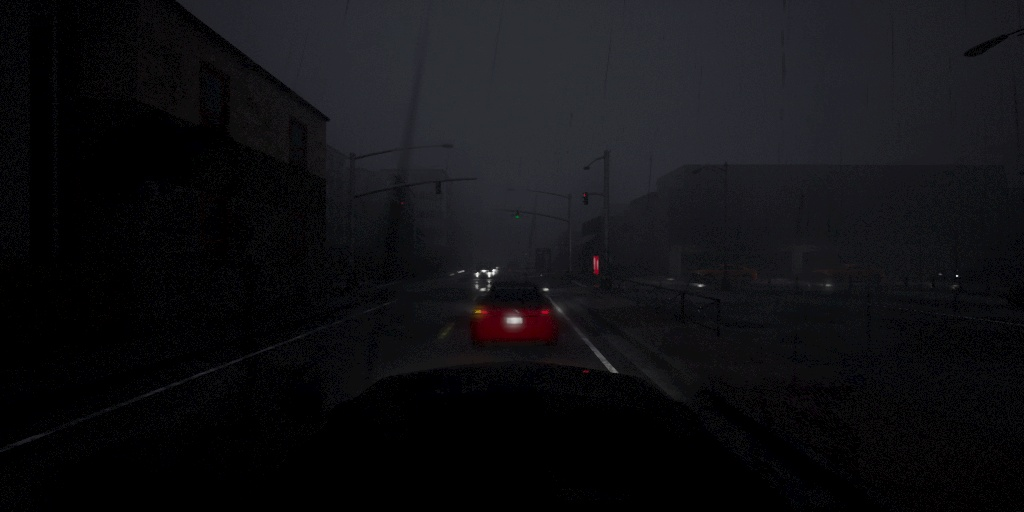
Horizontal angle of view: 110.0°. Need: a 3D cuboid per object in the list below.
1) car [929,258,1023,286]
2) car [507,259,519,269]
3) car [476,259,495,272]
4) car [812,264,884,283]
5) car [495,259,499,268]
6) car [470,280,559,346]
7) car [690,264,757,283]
[{"bbox_3d":[38.047,1.148,29.516,5.566,2.045,2.150,0,0,0],"label":"car"},{"bbox_3d":[0.177,1.241,57.937,2.128,1.511,4.902,0,0,0],"label":"car"},{"bbox_3d":[-3.539,1.276,46.332,1.812,1.442,4.674,0,0,0],"label":"car"},{"bbox_3d":[27.558,1.404,29.524,5.008,1.535,1.882,0,0,0],"label":"car"},{"bbox_3d":[-3.515,1.351,56.365,1.895,1.301,4.718,0,0,0],"label":"car"},{"bbox_3d":[0.073,1.314,9.464,1.994,1.385,4.181,0,0,1],"label":"car"},{"bbox_3d":[17.332,1.404,29.515,5.008,1.535,1.882,0,0,0],"label":"car"}]
